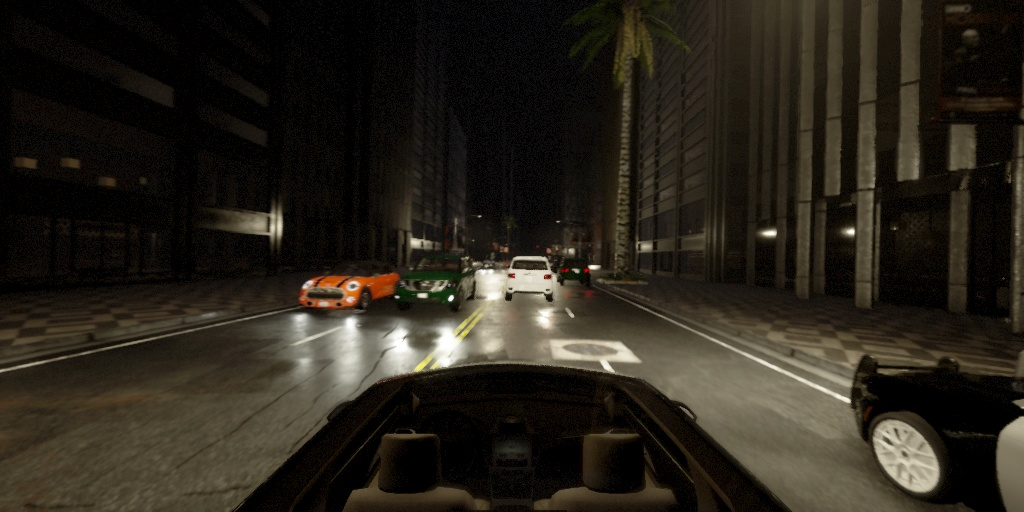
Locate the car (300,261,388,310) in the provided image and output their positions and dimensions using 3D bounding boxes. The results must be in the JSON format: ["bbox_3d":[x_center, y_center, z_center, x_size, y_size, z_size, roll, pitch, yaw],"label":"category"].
[{"bbox_3d":[-6.042,0.998,14.009,2.097,1.767,4.553,1,0,3],"label":"car"}]

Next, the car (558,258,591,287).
[{"bbox_3d":[4.633,1.183,27.503,2.150,2.045,5.566,1,0,3],"label":"car"}]

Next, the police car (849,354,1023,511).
[{"bbox_3d":[4.266,1.279,1.588,1.930,1.638,5.238,1,0,3],"label":"police car"}]

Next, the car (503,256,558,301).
[{"bbox_3d":[0.899,1.055,18.111,2.150,2.045,5.566,1,0,3],"label":"car"}]

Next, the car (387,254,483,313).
[{"bbox_3d":[-2.761,0.950,14.433,2.150,2.045,5.566,1,0,3],"label":"car"}]

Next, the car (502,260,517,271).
[{"bbox_3d":[-0.381,1.438,56.372,1.882,1.535,5.008,1,0,4],"label":"car"}]

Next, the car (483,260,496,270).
[{"bbox_3d":[-3.659,1.369,56.006,2.128,1.511,4.902,1,0,4],"label":"car"}]
